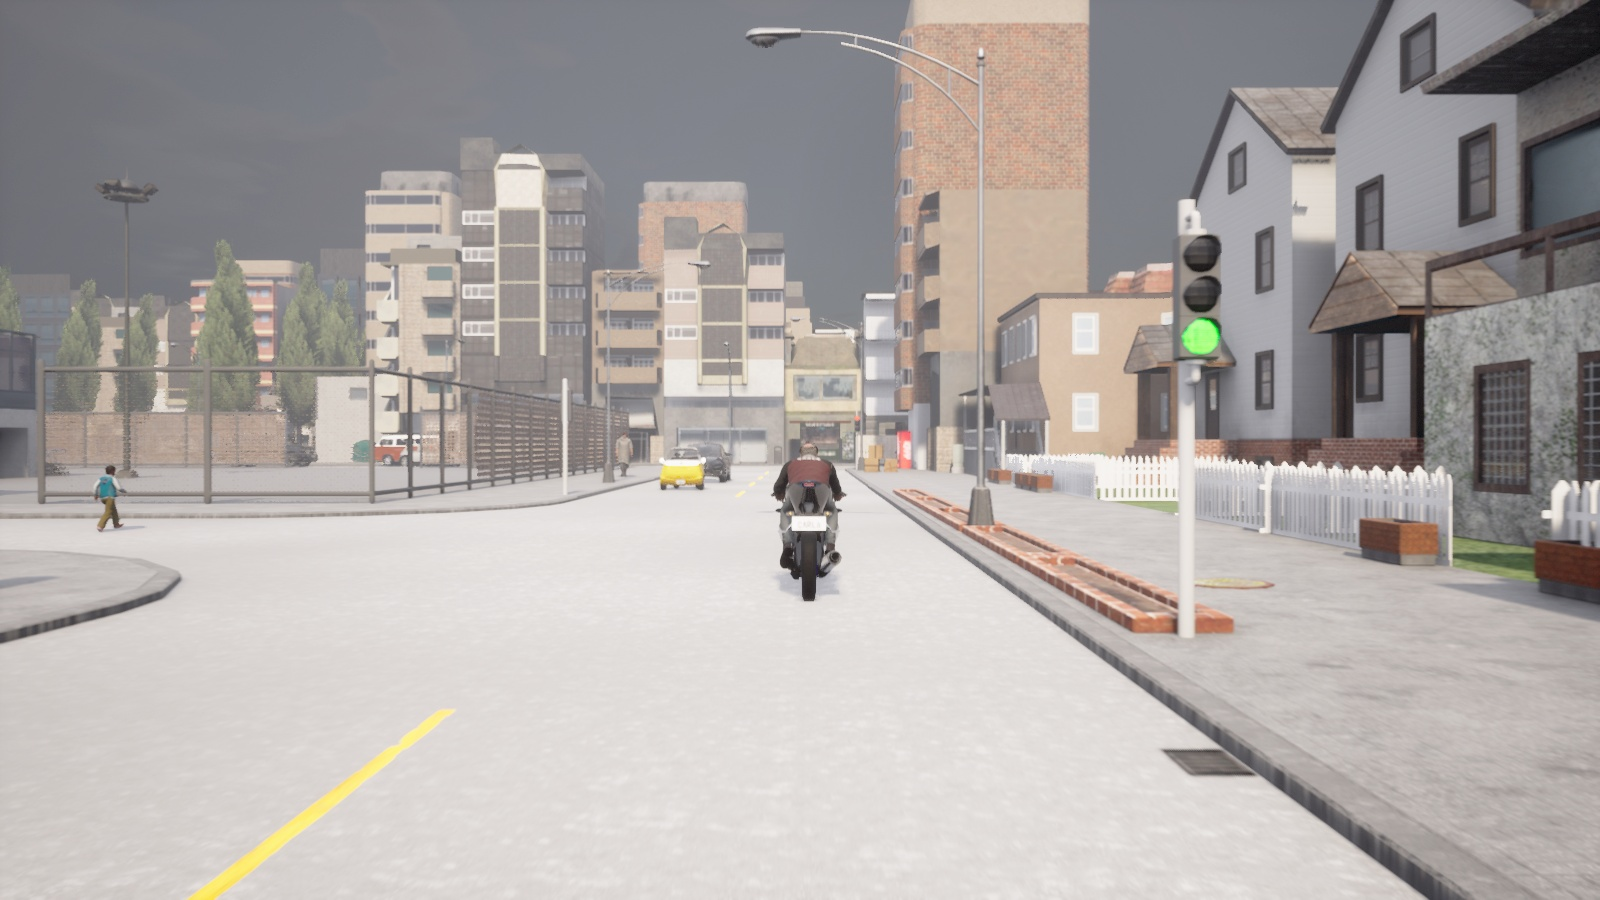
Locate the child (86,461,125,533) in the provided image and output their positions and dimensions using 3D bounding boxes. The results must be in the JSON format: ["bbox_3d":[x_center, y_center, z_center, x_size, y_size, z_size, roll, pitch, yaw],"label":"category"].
[{"bbox_3d":[-11.674,0.782,21.117,0.343,1.192,0.448,0,0,19],"label":"child"}]

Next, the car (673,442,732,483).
[{"bbox_3d":[-3.704,0.464,48.494,1.837,1.490,4.892,0,0,1],"label":"car"}]

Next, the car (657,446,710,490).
[{"bbox_3d":[-3.722,0.561,40.360,1.481,1.376,2.207,0,0,1],"label":"car"}]

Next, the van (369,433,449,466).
[{"bbox_3d":[-24.974,-0.019,80.273,4.480,2.038,2.069,0,0,0],"label":"van"}]

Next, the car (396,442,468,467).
[{"bbox_3d":[-22.316,0.245,76.267,3.806,1.475,1.970,0,0,1],"label":"car"}]

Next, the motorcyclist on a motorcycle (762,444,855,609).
[{"bbox_3d":[0.089,0.706,12.803,0.866,1.530,2.191,0,0,0],"label":"motorcyclist on a motorcycle"}]

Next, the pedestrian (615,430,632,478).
[{"bbox_3d":[-7.214,0.148,51.286,0.659,1.952,0.873,0,0,-10],"label":"pedestrian"}]

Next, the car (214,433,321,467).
[{"bbox_3d":[-32.326,-0.010,76.322,5.566,2.045,2.150,0,0,1],"label":"car"}]
